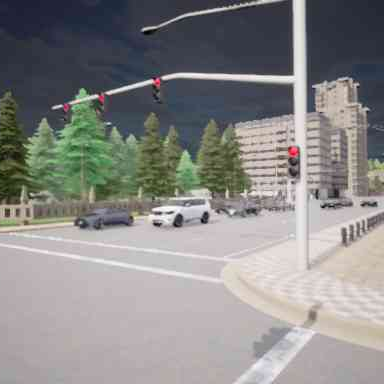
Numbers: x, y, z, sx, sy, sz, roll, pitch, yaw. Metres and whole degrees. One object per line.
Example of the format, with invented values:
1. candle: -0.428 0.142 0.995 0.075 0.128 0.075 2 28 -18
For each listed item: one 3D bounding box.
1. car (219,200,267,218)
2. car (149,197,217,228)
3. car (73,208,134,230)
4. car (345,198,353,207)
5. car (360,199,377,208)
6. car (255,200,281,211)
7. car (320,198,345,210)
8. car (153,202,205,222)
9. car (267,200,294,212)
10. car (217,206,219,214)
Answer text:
1. car: 5.064 1.667 32.465 2.128 1.511 4.902 -1 0 36
2. car: -0.718 1.398 24.397 2.150 2.045 5.566 -1 0 36
3. car: -6.010 1.784 23.010 1.994 1.385 4.181 -1 0 36
4. car: 24.210 1.690 52.868 1.994 1.385 4.181 -1 -1 36
5. car: 27.058 1.685 50.834 1.895 1.301 4.718 -1 0 36
6. car: 10.495 1.780 46.006 1.994 1.385 4.181 -1 0 36
7. car: 19.152 1.729 45.801 1.895 1.301 4.718 -1 0 36
8. car: -1.035 1.710 29.961 2.128 1.511 4.902 -1 0 36
9. car: 10.904 1.738 40.596 1.994 1.385 4.181 -1 0 36
10. car: 4.656 1.765 37.907 2.033 1.411 5.357 -1 0 36
